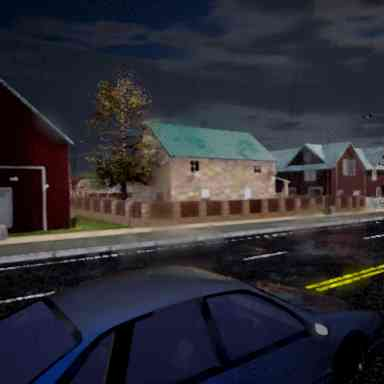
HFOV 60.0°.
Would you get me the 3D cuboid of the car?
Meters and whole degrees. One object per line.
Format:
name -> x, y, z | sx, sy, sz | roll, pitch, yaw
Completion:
car -> -0.131, 1.531, 3.338 | 5.357, 1.411, 2.033 | 0, 0, -36
